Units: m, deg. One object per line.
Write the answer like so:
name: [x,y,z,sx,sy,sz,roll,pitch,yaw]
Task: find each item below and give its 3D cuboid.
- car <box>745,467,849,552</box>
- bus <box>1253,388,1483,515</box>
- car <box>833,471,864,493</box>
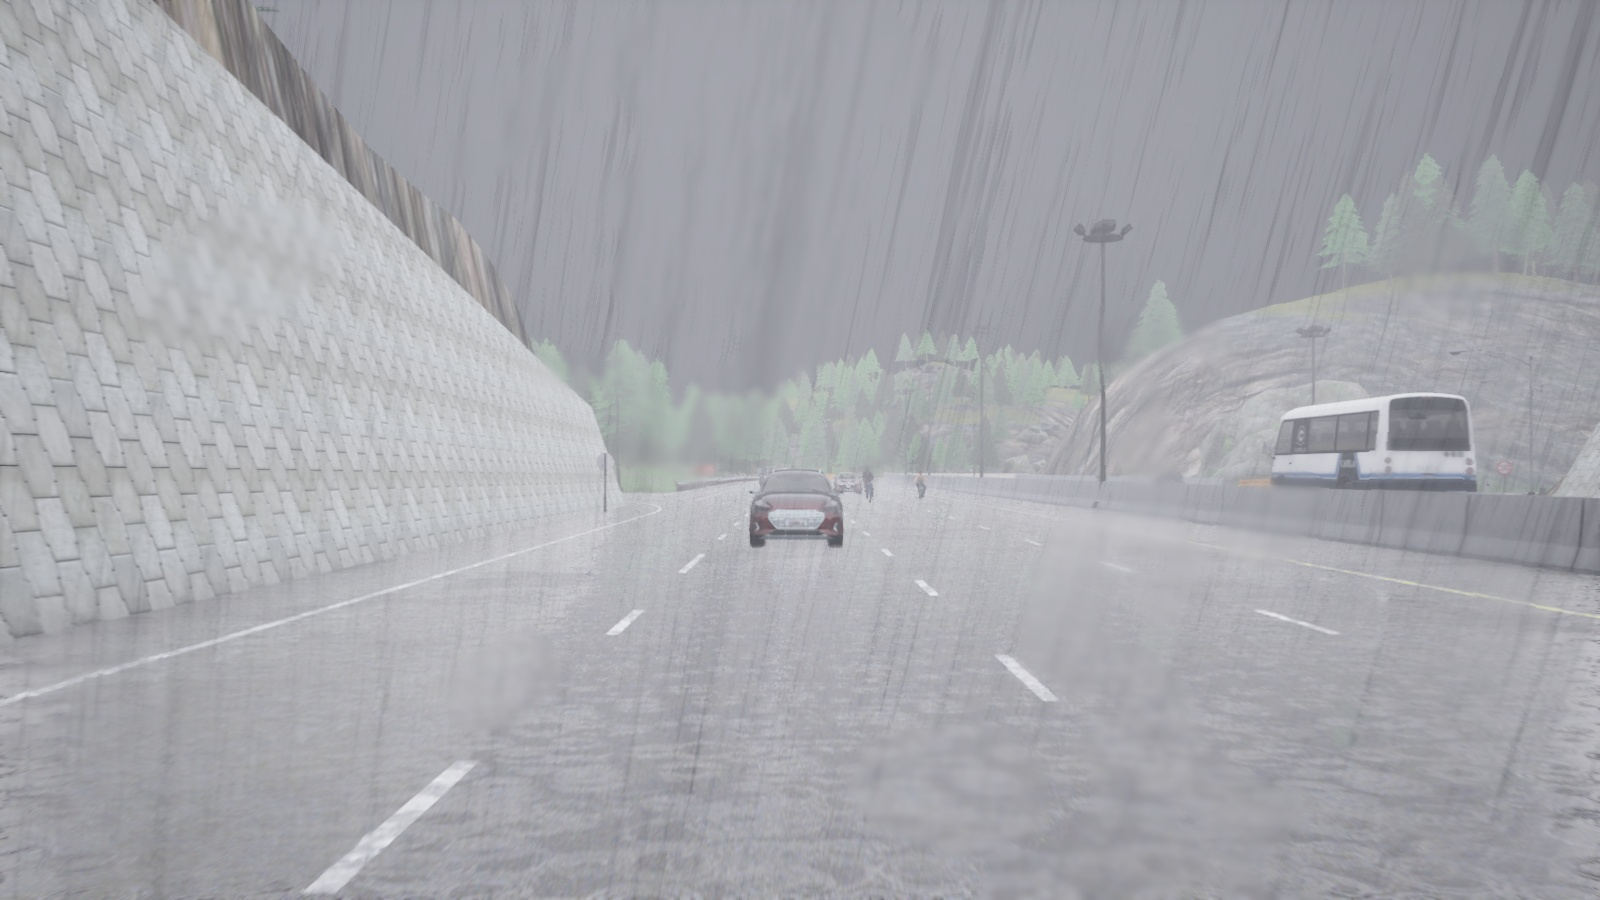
car: [-0.066,1.195,26.891,2.033,1.649,4.856,0,-1,0]
bus: [20.880,0.145,47.222,3.944,4.253,10.273,0,-1,0]
car: [3.290,2.212,86.326,1.970,1.475,3.806,0,-1,0]
